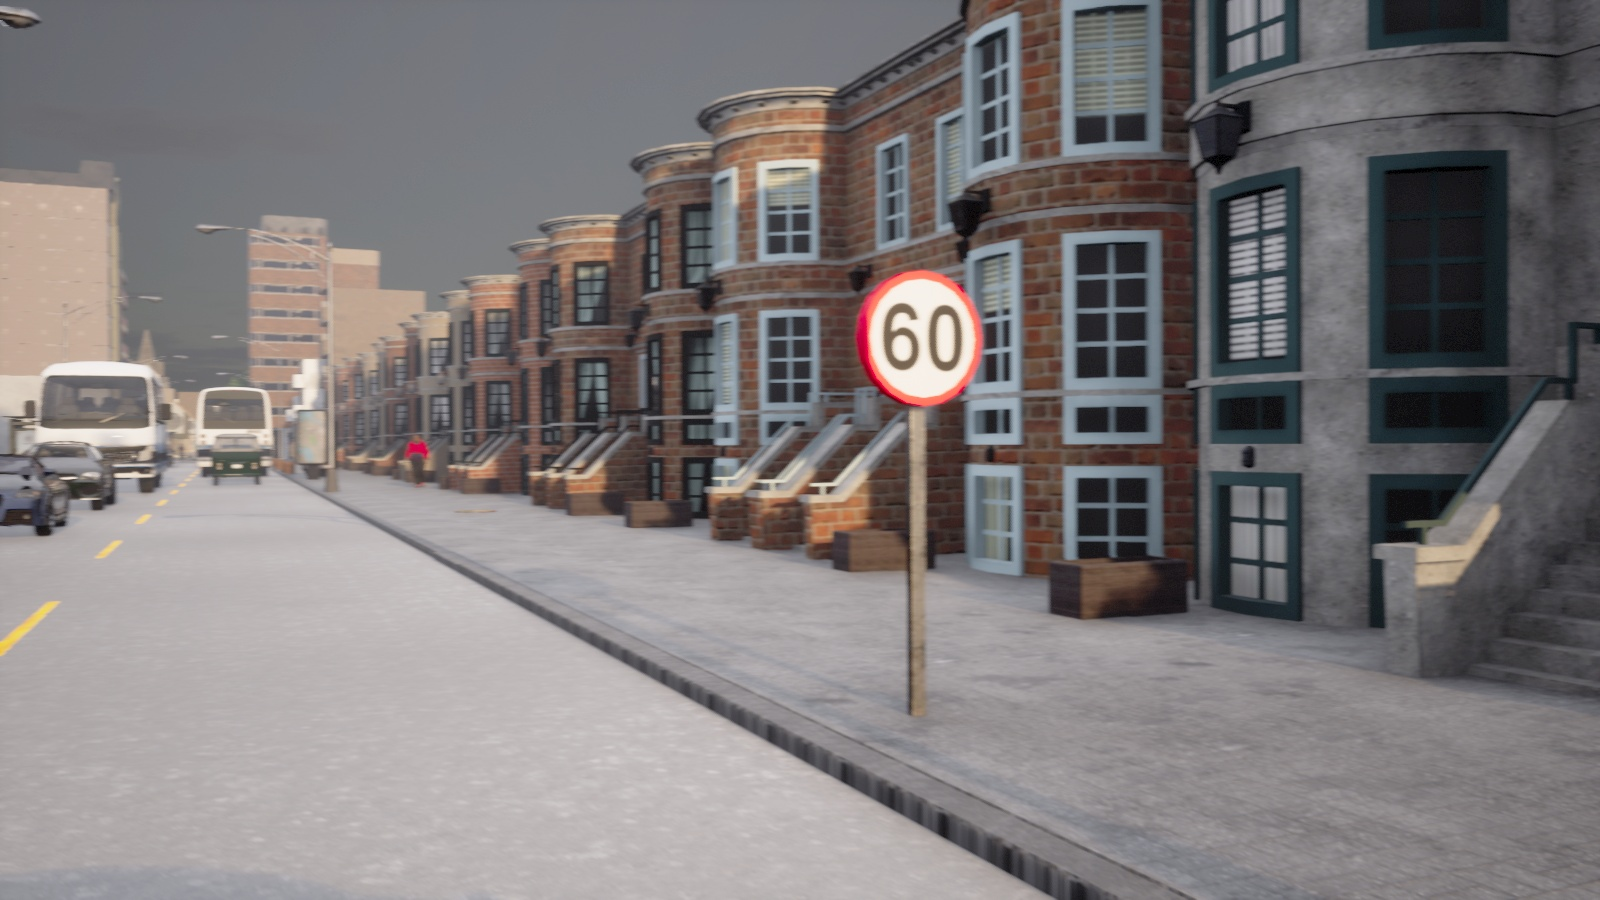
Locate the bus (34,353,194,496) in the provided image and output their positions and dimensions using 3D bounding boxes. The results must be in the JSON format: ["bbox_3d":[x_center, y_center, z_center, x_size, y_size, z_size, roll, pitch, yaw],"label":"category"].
[{"bbox_3d":[-23.005,-0.790,42.755,3.944,4.253,10.273,0,0,-24],"label":"bus"}]

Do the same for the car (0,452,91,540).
[{"bbox_3d":[-13.764,0.737,21.937,1.994,1.385,4.181,0,0,-24],"label":"car"}]

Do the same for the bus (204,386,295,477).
[{"bbox_3d":[-28.065,-0.897,64.035,3.944,4.253,10.273,0,0,-24],"label":"bus"}]

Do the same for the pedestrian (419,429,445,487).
[{"bbox_3d":[-11.864,0.262,40.523,0.634,1.844,0.899,0,0,-5],"label":"pedestrian"}]

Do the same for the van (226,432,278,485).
[{"bbox_3d":[-21.416,0.295,49.058,1.775,1.987,4.442,0,0,-24],"label":"van"}]

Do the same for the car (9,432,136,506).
[{"bbox_3d":[-17.692,0.415,30.793,2.152,1.651,5.027,0,0,-24],"label":"car"}]
